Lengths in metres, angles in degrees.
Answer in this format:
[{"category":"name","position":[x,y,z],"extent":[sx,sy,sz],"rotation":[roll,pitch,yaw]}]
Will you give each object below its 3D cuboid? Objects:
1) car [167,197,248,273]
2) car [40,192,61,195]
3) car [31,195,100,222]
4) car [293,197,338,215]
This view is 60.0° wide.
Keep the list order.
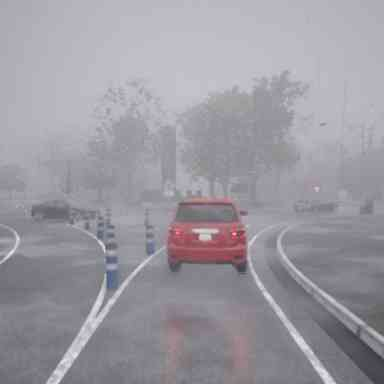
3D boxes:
[{"category":"car","position":[0.624,1.177,10.785],"extent":[2.150,2.045,5.566],"rotation":[0,0,6]},{"category":"car","position":[-24.045,0.676,55.968],"extent":[1.994,1.385,4.181],"rotation":[1,1,29]},{"category":"car","position":[-8.977,1.253,23.673],"extent":[5.008,1.535,1.882],"rotation":[0,2,15]},{"category":"car","position":[10.838,1.158,29.008],"extent":[4.902,1.511,2.128],"rotation":[-1,2,-39]}]
